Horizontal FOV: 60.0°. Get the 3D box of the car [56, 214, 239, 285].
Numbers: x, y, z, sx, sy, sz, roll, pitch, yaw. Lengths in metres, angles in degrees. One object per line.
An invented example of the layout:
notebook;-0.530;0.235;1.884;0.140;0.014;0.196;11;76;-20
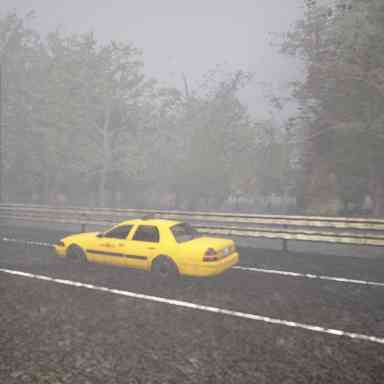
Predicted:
car;-1.433;1.407;9.271;5.366;1.575;1.801;1;0;27
